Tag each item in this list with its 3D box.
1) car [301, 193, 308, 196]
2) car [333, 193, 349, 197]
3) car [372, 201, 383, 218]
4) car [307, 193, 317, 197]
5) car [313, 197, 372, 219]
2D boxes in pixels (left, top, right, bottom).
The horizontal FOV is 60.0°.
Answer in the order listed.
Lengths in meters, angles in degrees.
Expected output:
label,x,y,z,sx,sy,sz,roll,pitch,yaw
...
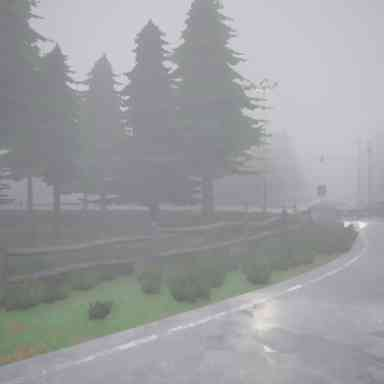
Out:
label,x,y,z,sx,sy,sz,roll,pitch,yaw
car,29.407,0.954,83.771,1.882,1.535,5.008,-1,0,-20
car,30.979,0.909,69.192,1.837,1.490,4.892,0,0,2
car,14.590,1.335,24.561,1.812,1.442,4.674,0,0,1
car,27.607,1.076,73.191,1.994,1.385,4.181,0,0,2
car,11.277,1.378,26.071,2.033,1.411,5.357,0,0,-5
